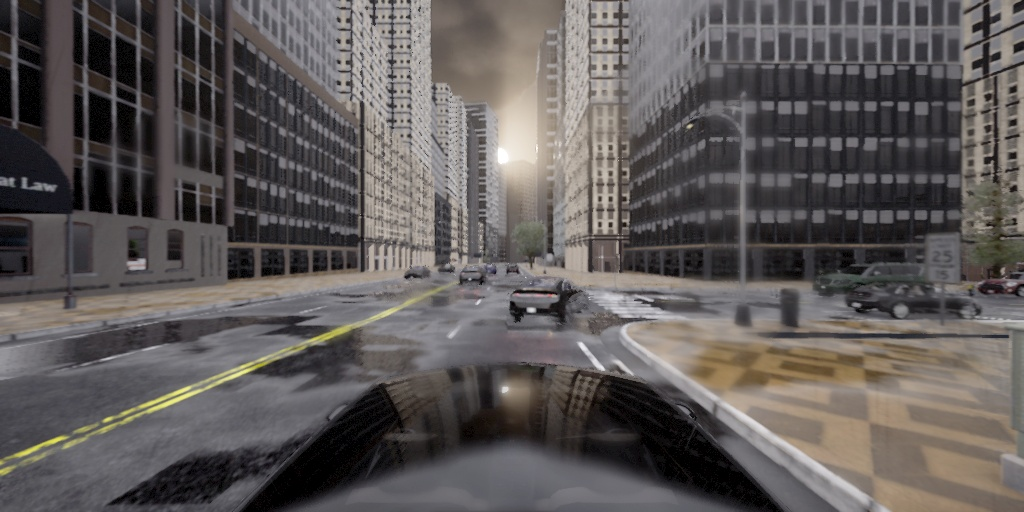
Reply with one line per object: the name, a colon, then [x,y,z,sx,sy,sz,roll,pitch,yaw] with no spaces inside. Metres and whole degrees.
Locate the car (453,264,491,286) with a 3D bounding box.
car: [-3.158,1.592,29.405,2.128,1.511,4.902,0,-1,0]

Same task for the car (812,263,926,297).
car: [20.350,1.436,20.292,5.566,2.045,2.150,0,0,-1]

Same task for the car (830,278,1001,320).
car: [15.912,1.740,14.323,4.403,1.370,2.007,0,0,-1]

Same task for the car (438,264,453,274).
car: [-9.832,1.903,53.976,1.882,1.535,5.008,0,-1,0]

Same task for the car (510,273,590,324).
car: [1.498,1.492,13.068,2.128,1.511,4.902,-1,-2,22]

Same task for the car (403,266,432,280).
car: [-9.852,1.765,37.951,2.033,1.411,5.357,0,-1,0]

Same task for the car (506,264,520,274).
car: [0.090,1.933,54.165,1.837,1.490,4.892,0,-1,0]

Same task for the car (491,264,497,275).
car: [-3.160,1.921,51.623,1.812,1.442,4.674,0,-1,0]

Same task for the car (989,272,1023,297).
car: [32.739,1.772,23.044,4.097,1.591,1.967,0,0,-1]
